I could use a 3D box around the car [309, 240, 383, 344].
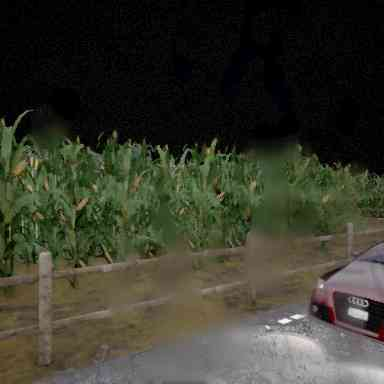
[{"bbox_3d":[4.000,1.570,5.934,4.181,1.385,1.994,0,0,-36],"label":"car"}]
